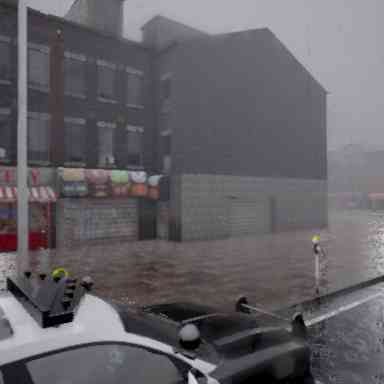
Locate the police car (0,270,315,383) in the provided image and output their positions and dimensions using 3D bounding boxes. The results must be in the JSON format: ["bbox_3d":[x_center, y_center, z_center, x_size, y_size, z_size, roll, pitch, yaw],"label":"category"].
[{"bbox_3d":[-0.984,1.477,2.481,5.238,1.638,1.930,1,-1,-38],"label":"police car"}]
